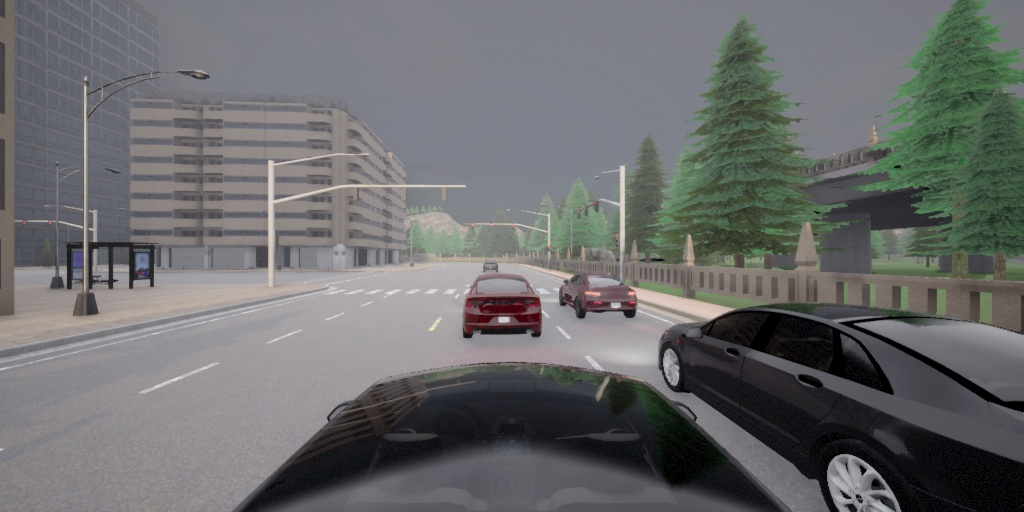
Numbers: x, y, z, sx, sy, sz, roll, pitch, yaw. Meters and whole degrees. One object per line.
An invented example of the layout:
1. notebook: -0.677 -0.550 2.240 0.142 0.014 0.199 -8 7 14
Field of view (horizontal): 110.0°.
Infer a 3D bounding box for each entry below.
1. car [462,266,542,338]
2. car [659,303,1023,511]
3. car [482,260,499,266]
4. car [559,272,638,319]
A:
1. car: -0.347 1.228 10.228 1.882 1.535 5.008 0 0 -4
2. car: 3.254 1.252 3.820 1.837 1.490 4.892 0 -1 0
3. car: -2.692 1.242 45.230 2.128 1.511 4.902 0 0 -4
4. car: 2.914 1.276 12.805 1.812 1.442 4.674 0 0 -3
